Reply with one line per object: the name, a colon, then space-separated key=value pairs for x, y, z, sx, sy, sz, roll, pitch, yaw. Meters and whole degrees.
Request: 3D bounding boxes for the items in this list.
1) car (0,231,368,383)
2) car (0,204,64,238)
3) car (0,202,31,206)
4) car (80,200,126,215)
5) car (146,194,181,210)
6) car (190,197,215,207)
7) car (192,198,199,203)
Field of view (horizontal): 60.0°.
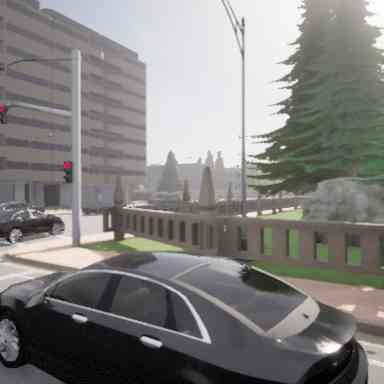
car: x=-0.611 y=1.503 z=4.093 sx=4.892 sy=1.490 sz=1.837 roll=0 pitch=0 yaw=36
car: x=-8.259 y=1.551 z=16.202 sx=2.128 sy=1.511 sz=4.902 roll=-1 pitch=0 yaw=14
car: x=-14.475 y=1.571 z=26.718 sx=1.837 sy=1.490 sz=4.892 roll=0 pitch=0 yaw=33
car: x=-9.184 y=1.593 z=34.943 sx=2.033 sy=1.411 sz=5.357 roll=0 pitch=0 yaw=32
car: x=-3.664 y=1.246 z=43.502 sx=2.150 sy=2.045 sz=5.566 roll=0 pitch=0 yaw=33
car: x=1.711 y=1.528 z=51.796 sx=1.812 sy=1.442 sz=4.674 roll=0 pitch=0 yaw=33
car: x=1.611 y=1.579 z=38.413 sx=1.994 sy=1.385 sz=4.181 roll=0 pitch=0 yaw=33
